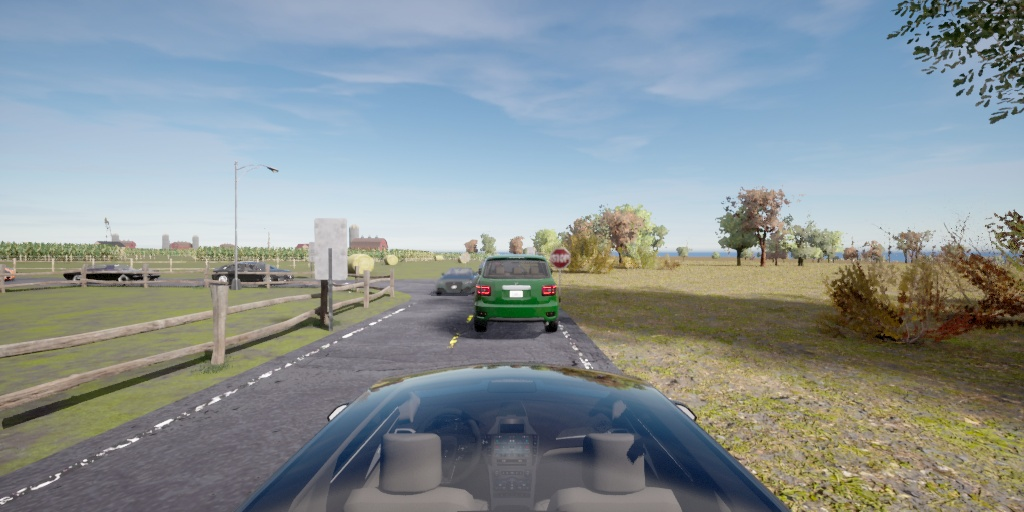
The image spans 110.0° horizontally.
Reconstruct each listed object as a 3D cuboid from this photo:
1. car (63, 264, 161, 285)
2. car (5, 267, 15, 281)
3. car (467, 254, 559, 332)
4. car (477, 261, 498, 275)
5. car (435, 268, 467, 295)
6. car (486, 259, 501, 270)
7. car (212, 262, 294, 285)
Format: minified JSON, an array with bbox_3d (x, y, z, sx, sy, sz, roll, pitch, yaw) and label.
[{"bbox_3d":[-26.688,1.198,24.074,4.718,1.301,1.895,0,1,0],"label":"car"},{"bbox_3d":[-36.637,0.879,24.001,4.553,1.767,2.097,0,1,0],"label":"car"},{"bbox_3d":[0.114,0.972,10.980,2.150,2.045,5.566,0,0,0],"label":"car"},{"bbox_3d":[-2.770,1.318,41.537,2.033,1.411,5.357,0,0,0],"label":"car"},{"bbox_3d":[-2.816,1.318,19.384,1.994,1.385,4.181,0,0,0],"label":"car"},{"bbox_3d":[-2.734,1.263,53.344,1.882,1.535,5.008,0,0,0],"label":"car"},{"bbox_3d":[-17.354,1.166,24.151,4.892,1.490,1.837,0,1,0],"label":"car"}]
